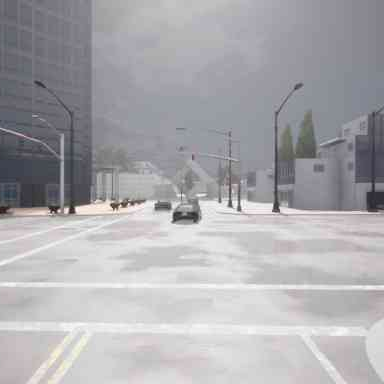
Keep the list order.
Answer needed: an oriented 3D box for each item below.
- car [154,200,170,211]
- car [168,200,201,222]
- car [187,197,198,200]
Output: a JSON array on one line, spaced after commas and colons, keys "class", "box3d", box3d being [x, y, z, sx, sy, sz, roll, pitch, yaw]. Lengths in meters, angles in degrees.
[{"class": "car", "box3d": [-3.615, 1.601, 41.553, 1.895, 1.301, 4.718, 0, 0, 0]}, {"class": "car", "box3d": [-0.356, 1.581, 26.529, 1.994, 1.385, 4.181, 0, 0, 6]}, {"class": "car", "box3d": [0.085, 1.491, 55.252, 2.128, 1.511, 4.902, 0, 0, 0]}]
